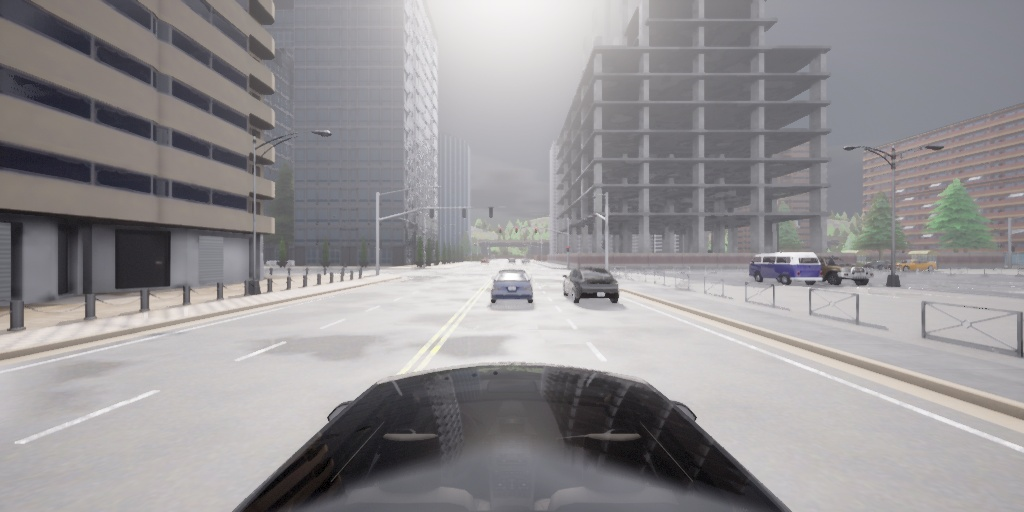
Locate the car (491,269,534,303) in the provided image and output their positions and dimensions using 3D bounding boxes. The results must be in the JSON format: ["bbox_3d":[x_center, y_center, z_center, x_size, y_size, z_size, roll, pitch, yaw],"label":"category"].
[{"bbox_3d":[0.000,1.311,16.500,2.033,1.411,5.357,0,0,0],"label":"car"}]

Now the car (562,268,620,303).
[{"bbox_3d":[3.500,1.265,16.500,1.837,1.490,4.892,0,0,0],"label":"car"}]
